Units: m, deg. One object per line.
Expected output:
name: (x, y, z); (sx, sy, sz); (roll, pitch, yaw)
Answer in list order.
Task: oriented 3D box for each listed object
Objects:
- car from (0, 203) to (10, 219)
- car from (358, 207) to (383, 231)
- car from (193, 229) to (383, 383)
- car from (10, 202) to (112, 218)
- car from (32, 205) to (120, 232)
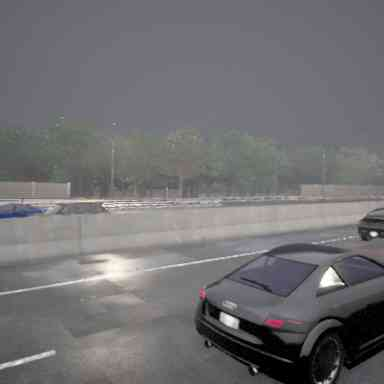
car: (-11.801, 1.460, 21.371); (5.008, 1.535, 1.882); (-1, 0, -36)
car: (9.192, 1.398, 14.615); (4.892, 1.490, 1.837); (0, 0, -36)
car: (2.086, 1.530, 5.238); (4.181, 1.385, 1.994); (0, 0, -36)
car: (-6.308, 1.321, 16.690); (4.553, 1.767, 2.097); (0, 0, -35)
car: (-7.056, 1.559, 20.458); (4.718, 1.301, 1.895); (0, 0, -35)
